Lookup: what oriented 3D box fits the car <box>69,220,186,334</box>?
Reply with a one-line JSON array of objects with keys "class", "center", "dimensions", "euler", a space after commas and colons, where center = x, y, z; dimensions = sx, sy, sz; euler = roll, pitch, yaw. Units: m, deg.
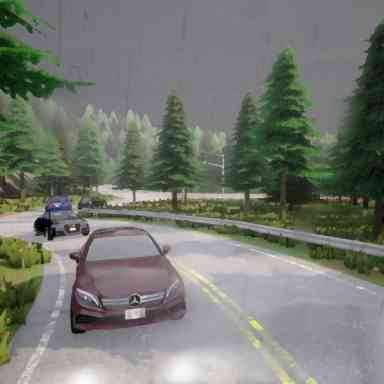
[{"class": "car", "center": [-1.520, 1.523, 7.077], "dimensions": [1.812, 1.442, 4.674], "euler": [-2, 0, -17]}]

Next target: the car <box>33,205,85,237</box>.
[{"class": "car", "center": [-7.054, 1.664, 17.796], "dimensions": [1.994, 1.385, 4.181], "euler": [-4, 2, -38]}]

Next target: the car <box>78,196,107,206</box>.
[{"class": "car", "center": [-12.709, 1.289, 42.818], "dimensions": [2.097, 1.767, 4.553], "euler": [2, 2, 13]}]

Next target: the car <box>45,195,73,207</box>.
[{"class": "car", "center": [-12.855, 1.326, 32.229], "dimensions": [2.150, 2.045, 5.566], "euler": [-1, 0, -18]}]
